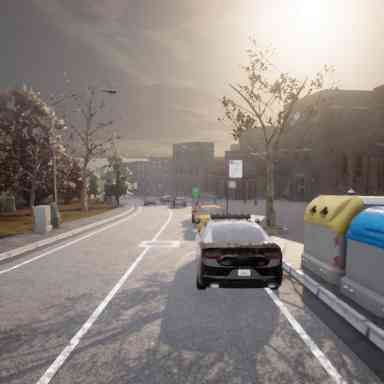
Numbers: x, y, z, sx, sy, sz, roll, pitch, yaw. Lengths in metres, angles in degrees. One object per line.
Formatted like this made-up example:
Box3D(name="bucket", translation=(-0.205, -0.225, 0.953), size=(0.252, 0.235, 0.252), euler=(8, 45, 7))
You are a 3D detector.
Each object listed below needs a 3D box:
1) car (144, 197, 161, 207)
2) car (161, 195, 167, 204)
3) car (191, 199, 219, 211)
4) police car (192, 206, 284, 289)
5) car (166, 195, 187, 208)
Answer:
Box3D(name="car", translation=(-6.543, 1.504, 52.040), size=(2.033, 1.411, 5.357), euler=(-1, 0, -12))
Box3D(name="car", translation=(-4.779, 1.386, 60.386), size=(1.837, 1.490, 4.892), euler=(-2, 0, -16))
Box3D(name="car", translation=(1.033, 1.419, 19.358), size=(1.801, 1.575, 5.366), euler=(0, 0, 0))
Box3D(name="police car", translation=(1.042, 1.408, 9.232), size=(1.930, 1.638, 5.238), euler=(0, 0, 0))
Box3D(name="car", translation=(-1.933, 1.384, 46.897), size=(2.128, 1.511, 4.902), euler=(-1, 0, -10))
